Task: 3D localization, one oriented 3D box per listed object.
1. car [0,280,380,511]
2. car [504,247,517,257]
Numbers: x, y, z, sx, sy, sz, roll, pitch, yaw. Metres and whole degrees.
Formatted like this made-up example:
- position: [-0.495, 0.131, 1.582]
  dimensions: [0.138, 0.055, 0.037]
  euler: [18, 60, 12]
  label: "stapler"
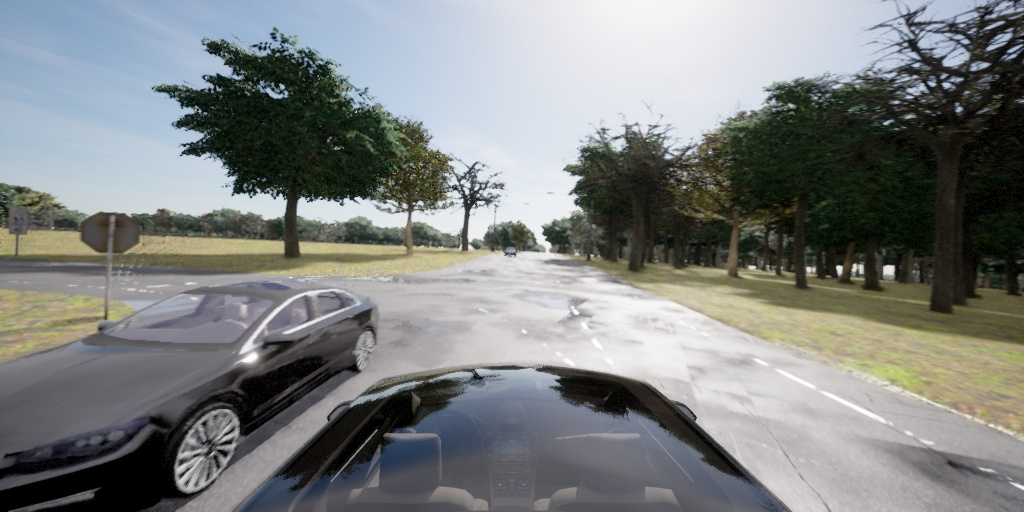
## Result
- position: [-3.310, 1.110, 4.454]
  dimensions: [2.128, 1.511, 4.902]
  euler: [4, 1, 2]
  label: "car"
- position: [-0.182, -0.674, 57.329]
  dimensions: [2.033, 1.411, 5.357]
  euler: [4, 2, 3]
  label: "car"
